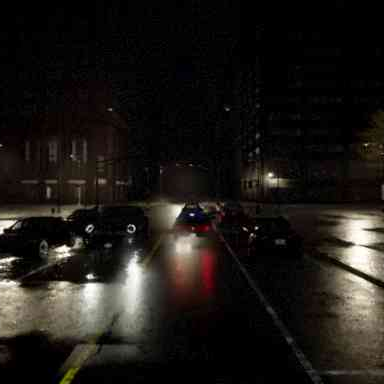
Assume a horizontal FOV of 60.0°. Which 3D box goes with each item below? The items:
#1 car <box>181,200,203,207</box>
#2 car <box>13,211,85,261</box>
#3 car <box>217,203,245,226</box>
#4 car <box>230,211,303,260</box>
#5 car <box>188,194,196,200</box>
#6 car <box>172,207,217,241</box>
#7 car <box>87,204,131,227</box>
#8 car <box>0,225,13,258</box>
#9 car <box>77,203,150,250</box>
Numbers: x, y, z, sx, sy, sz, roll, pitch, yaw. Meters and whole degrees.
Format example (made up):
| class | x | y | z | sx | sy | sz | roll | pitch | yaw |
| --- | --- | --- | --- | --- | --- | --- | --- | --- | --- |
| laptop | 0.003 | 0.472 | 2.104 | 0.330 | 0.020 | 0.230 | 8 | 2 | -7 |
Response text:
| class | x | y | z | sx | sy | sz | roll | pitch | yaw |
| --- | --- | --- | --- | --- | --- | --- | --- | --- | --- |
| car | 0.000 | 1.633 | 26.866 | 1.994 | 1.385 | 4.181 | 0 | 0 | 0 |
| car | -5.766 | 1.596 | 12.456 | 1.947 | 1.339 | 4.313 | 0 | 0 | 0 |
| car | 2.758 | 1.501 | 23.731 | 1.967 | 1.590 | 4.097 | 0 | 0 | 0 |
| car | 2.759 | 1.596 | 12.459 | 1.947 | 1.339 | 4.313 | 0 | 0 | 0 |
| car | -0.093 | 1.645 | 92.014 | 2.097 | 1.767 | 4.553 | 0 | 0 | 0 |
| car | 0.054 | 1.643 | 16.896 | 1.895 | 1.301 | 4.718 | 0 | 0 | 0 |
| car | -5.766 | 1.611 | 23.730 | 2.008 | 1.369 | 4.403 | 0 | 0 | 0 |
| car | -5.766 | 1.598 | 6.820 | 1.802 | 1.307 | 4.206 | 0 | 0 | 0 |
| car | -3.092 | 1.388 | 14.502 | 2.097 | 1.767 | 4.553 | 0 | 0 | 0 |
